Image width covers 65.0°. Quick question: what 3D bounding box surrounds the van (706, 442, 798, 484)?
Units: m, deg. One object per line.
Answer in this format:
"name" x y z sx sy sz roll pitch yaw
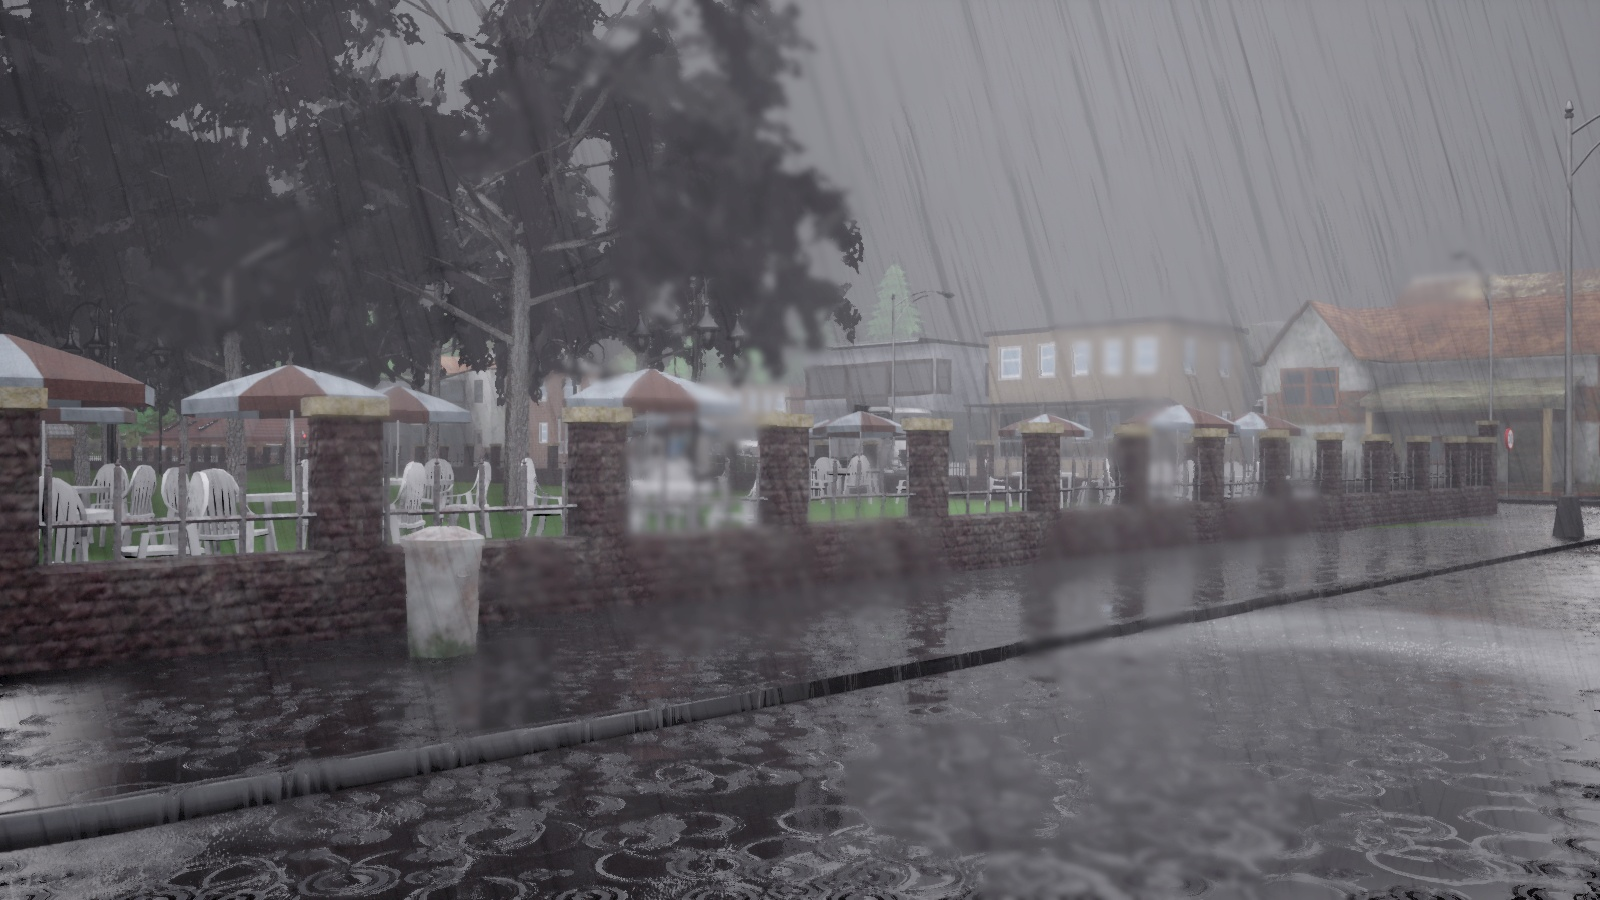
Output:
"van" -2.443 0.621 62.557 4.480 2.038 2.069 0 0 45

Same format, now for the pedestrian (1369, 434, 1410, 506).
"pedestrian" 15.018 0.507 32.005 0.328 1.805 0.869 0 0 -44

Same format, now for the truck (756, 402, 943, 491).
"truck" 1.942 -0.115 52.629 7.936 3.462 2.891 0 0 44
